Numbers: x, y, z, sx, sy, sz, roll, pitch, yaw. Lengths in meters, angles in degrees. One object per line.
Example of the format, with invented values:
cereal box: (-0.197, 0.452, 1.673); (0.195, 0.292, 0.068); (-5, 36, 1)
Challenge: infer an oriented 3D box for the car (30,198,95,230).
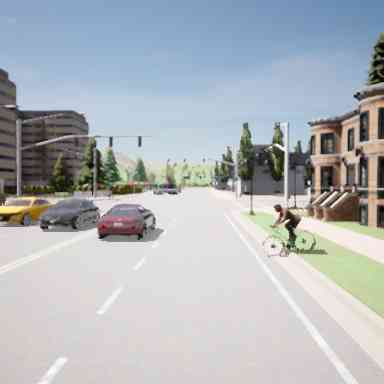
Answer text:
car: (-6.506, 1.135, 18.092); (1.837, 1.490, 4.892); (0, 1, 2)

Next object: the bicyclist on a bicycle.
bicyclist on a bicycle: (2.927, 1.155, 10.320); (1.656, 1.620, 0.582); (-9, 1, 2)

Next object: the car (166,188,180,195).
car: (-4.419, 0.048, 77.823); (1.895, 1.301, 4.718); (0, 1, 2)

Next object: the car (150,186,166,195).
car: (-7.916, -0.031, 77.977); (2.128, 1.511, 4.902); (0, 1, 2)

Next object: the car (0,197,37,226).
car: (-9.932, 1.063, 19.929); (1.882, 1.535, 5.008); (0, 1, 2)

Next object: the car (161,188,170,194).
car: (-7.385, -0.337, 93.638); (2.033, 1.411, 5.357); (0, 1, 2)

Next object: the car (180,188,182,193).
car: (-3.887, -0.367, 93.517); (1.837, 1.490, 4.892); (0, 1, 2)

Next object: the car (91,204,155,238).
car: (-2.931, 1.249, 15.537); (1.994, 1.385, 4.181); (0, 1, 2)
